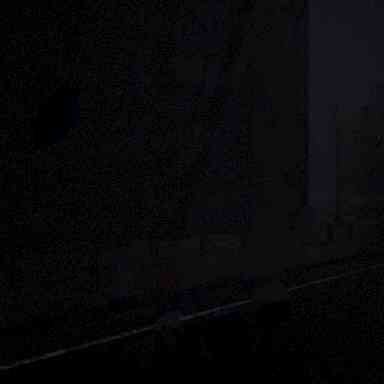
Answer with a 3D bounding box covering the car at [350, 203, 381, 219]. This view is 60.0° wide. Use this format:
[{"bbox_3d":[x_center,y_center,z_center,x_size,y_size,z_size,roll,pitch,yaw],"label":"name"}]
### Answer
[{"bbox_3d":[15.119,1.548,26.965,1.994,1.385,4.181,0,0,-37],"label":"car"}]
